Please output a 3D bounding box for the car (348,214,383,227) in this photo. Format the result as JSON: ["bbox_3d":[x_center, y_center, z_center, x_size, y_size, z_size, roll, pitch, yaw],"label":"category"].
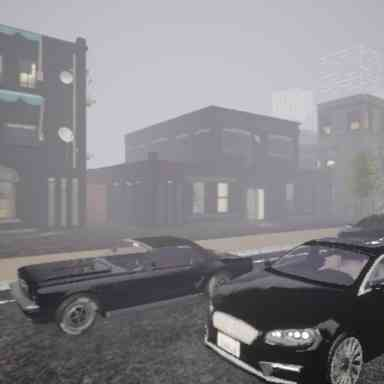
[{"bbox_3d":[7.494,1.629,12.909,4.892,1.490,1.837,1,0,-36],"label":"car"}]

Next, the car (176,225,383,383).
[{"bbox_3d":[2.425,1.538,5.301,4.902,1.511,2.128,1,0,-35],"label":"car"}]

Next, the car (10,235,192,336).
[{"bbox_3d":[-1.029,1.628,6.839,4.718,1.301,1.895,1,0,-35],"label":"car"}]
